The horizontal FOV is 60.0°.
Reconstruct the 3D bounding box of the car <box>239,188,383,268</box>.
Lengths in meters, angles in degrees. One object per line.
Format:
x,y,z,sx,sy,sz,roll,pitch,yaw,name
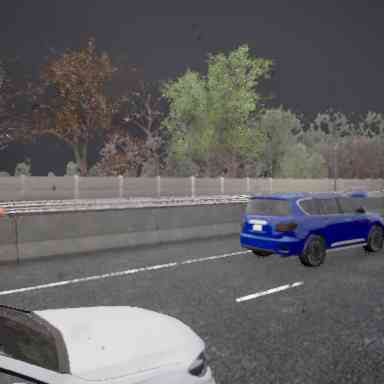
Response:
4.019,1.035,10.809,5.566,2.045,2.150,-1,1,-35,car

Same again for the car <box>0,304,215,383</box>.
-1.978,1.531,2.326,4.674,1.442,1.812,-1,1,-35,car

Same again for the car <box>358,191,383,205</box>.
22.828,0.697,41.319,4.892,1.490,1.837,-1,1,-35,car

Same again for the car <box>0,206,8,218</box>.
-13.674,1.333,20.013,4.553,1.767,2.097,-1,1,-35,car
